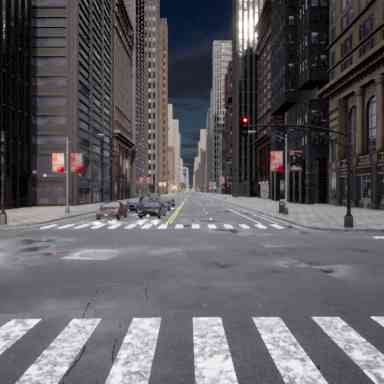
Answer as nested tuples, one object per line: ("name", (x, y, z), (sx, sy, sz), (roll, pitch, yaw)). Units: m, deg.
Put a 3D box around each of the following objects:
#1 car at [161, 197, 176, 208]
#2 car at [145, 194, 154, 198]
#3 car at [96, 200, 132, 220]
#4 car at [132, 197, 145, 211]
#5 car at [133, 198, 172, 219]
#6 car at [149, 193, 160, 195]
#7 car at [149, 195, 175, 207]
("car", (-3.455, 1.510, 49.774), (2.033, 1.411, 5.357), (0, 0, 0))
("car", (-6.696, 1.470, 47.395), (1.837, 1.490, 4.892), (0, 0, 0))
("car", (-6.655, 1.510, 28.047), (1.812, 1.442, 4.674), (0, 0, 0))
("car", (-6.675, 1.577, 37.155), (1.895, 1.301, 4.718), (0, 0, 0))
("car", (-3.383, 1.531, 29.483), (2.033, 1.411, 5.357), (0, 0, 4))
("car", (-6.680, 1.170, 57.844), (2.150, 2.045, 5.566), (0, 0, 1))
("car", (-3.426, 1.466, 39.222), (2.128, 1.511, 4.902), (0, 0, 0))
